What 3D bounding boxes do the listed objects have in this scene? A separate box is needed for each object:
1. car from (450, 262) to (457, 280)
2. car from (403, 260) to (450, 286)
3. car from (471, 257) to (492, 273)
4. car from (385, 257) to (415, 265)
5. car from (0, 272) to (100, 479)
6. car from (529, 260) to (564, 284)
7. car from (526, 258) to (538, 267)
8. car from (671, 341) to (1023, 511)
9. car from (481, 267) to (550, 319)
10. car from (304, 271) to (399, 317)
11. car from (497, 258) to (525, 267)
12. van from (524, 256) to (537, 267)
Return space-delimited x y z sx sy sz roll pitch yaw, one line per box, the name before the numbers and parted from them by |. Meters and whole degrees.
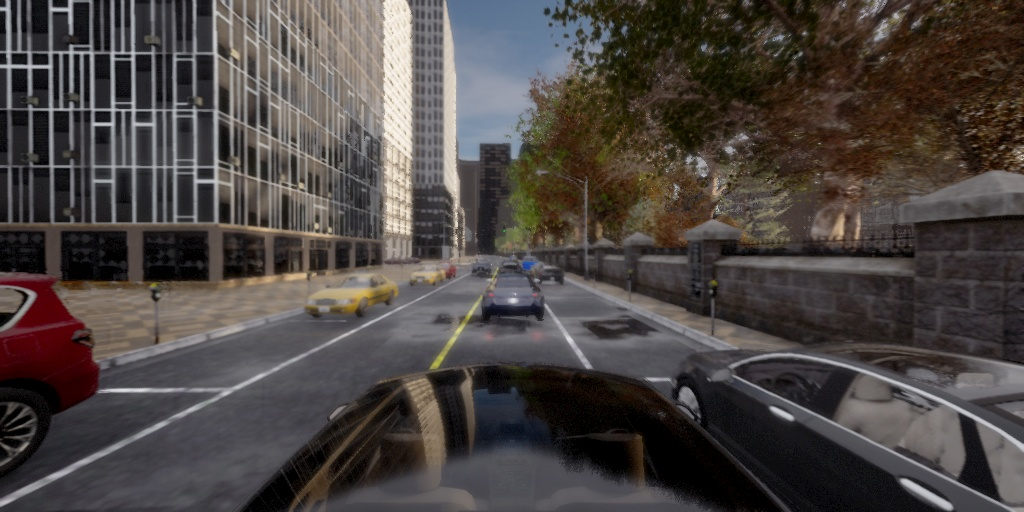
car | -5.694 1.173 30.001 1.888 1.381 4.507 0 0 -1
car | -5.613 1.178 24.188 1.751 1.417 4.829 0 0 -1
car | -3.237 1.151 38.782 1.994 1.385 4.181 0 0 -1
car | -19.029 0.893 59.744 4.207 1.307 1.802 0 0 2
car | -5.460 1.065 1.783 2.192 1.841 5.009 0 0 0
car | 2.547 1.199 25.010 2.007 1.370 4.403 0 0 -1
car | 2.465 1.149 30.804 1.751 1.417 4.829 0 0 -1
car | 2.709 1.297 2.526 2.007 1.370 4.403 0 0 0
car | 0.033 1.268 12.508 1.994 1.385 4.181 0 0 0
car | -5.504 1.228 12.897 1.751 1.417 4.829 0 0 0
car | -0.144 1.134 29.272 1.837 1.490 4.892 0 0 -1
van | 2.110 0.913 41.879 1.690 1.789 3.998 0 0 -1
